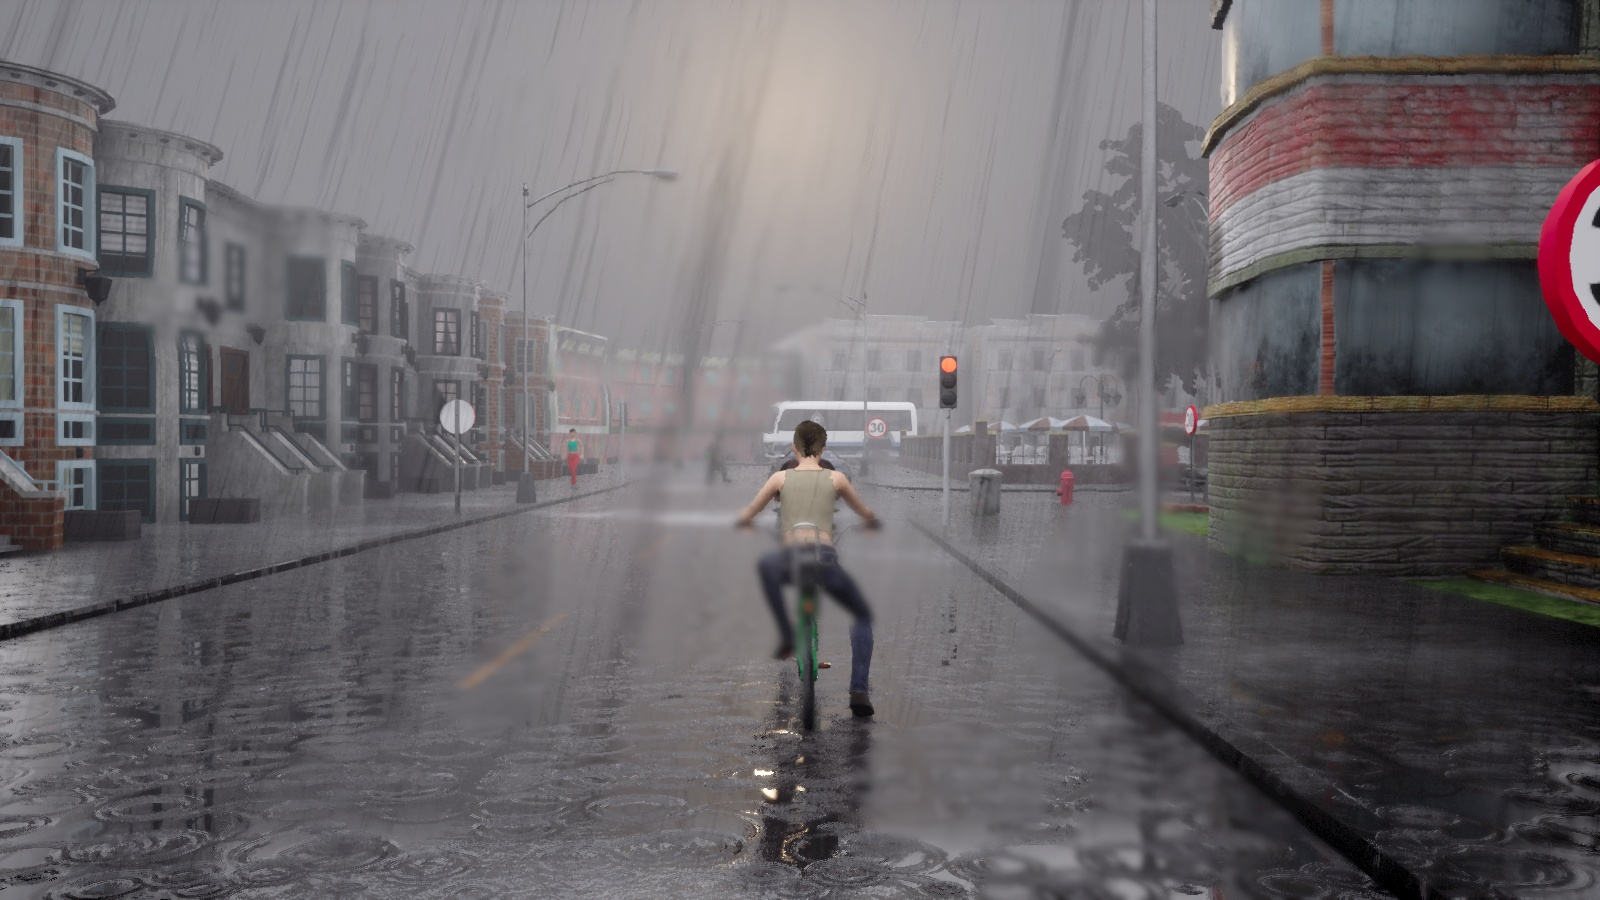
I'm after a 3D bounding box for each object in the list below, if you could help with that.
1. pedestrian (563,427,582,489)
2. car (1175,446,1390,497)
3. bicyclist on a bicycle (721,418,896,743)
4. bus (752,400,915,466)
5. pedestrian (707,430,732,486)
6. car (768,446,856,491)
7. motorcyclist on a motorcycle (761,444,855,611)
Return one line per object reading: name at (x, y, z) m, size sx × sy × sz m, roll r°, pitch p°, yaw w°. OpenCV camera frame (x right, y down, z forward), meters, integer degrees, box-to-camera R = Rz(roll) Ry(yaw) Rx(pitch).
pedestrian at (-6.766, 0.240, 37.382) m, size 0.345 × 1.836 × 0.594 m, roll 0°, pitch 0°, yaw 11°
car at (13.709, 0.602, 35.912) m, size 5.357 × 1.411 × 2.033 m, roll 0°, pitch 0°, yaw 0°
bicyclist on a bicycle at (0.047, 0.644, 6.991) m, size 0.866 × 1.612 × 1.509 m, roll 0°, pitch 0°, yaw 0°
bus at (2.169, -1.107, 83.696) m, size 10.273 × 4.253 × 3.944 m, roll 0°, pitch 1°, yaw -11°
pedestrian at (-2.842, 0.288, 44.203) m, size 0.873 × 1.952 × 0.659 m, roll 0°, pitch 0°, yaw -5°
car at (0.323, 0.578, 41.231) m, size 1.994 × 1.385 × 4.181 m, roll 0°, pitch 0°, yaw -13°
motorcyclist on a motorcycle at (0.080, 0.710, 12.643) m, size 0.866 × 1.530 × 2.191 m, roll 0°, pitch 0°, yaw 0°
